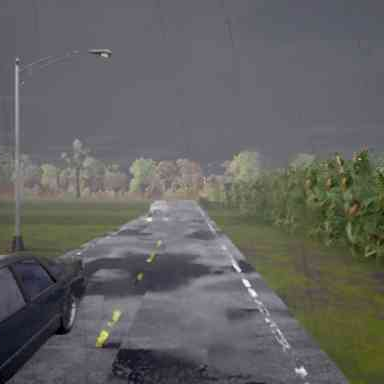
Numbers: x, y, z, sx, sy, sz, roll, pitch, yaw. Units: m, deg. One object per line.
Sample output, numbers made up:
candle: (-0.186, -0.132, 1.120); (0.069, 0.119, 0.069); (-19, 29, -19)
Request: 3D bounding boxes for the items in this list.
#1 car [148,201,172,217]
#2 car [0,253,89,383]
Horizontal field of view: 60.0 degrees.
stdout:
car: (-3.011, 1.579, 31.839); (1.812, 1.442, 4.674); (0, 0, 0)
car: (-2.860, 1.556, 4.042); (2.033, 1.411, 5.357); (0, 0, 0)
